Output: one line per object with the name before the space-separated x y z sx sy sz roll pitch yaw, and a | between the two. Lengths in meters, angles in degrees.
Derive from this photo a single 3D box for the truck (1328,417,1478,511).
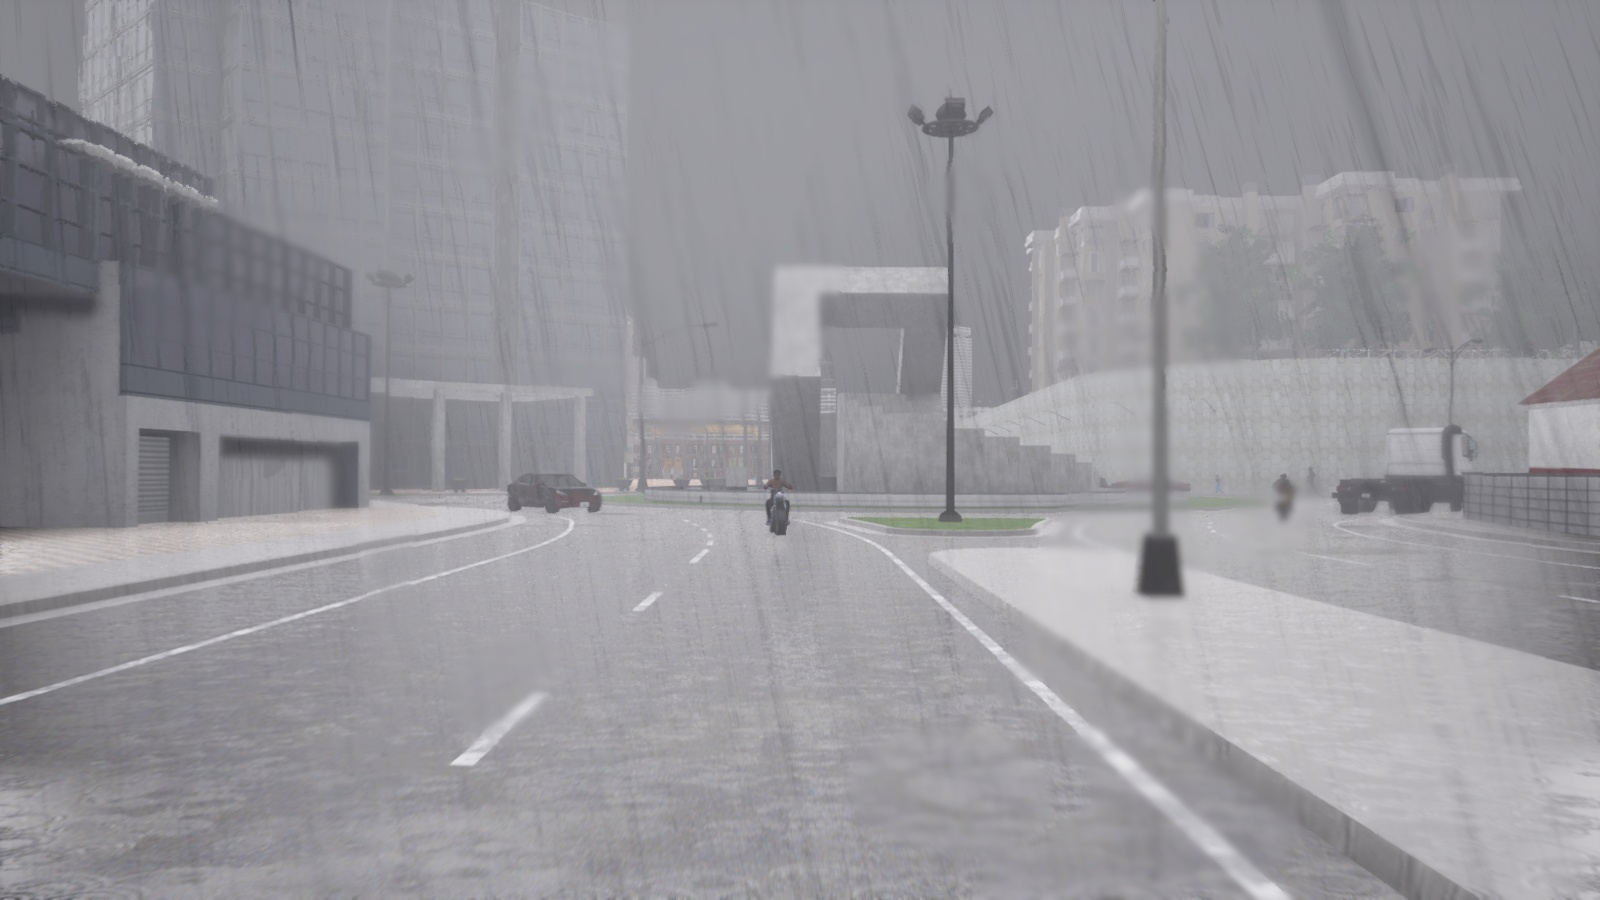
truck | 23.998 0.569 49.740 2.891 3.462 7.936 -1 -1 45

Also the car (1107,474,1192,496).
car | 21.404 2.119 77.024 1.895 1.301 4.718 1 -1 -42

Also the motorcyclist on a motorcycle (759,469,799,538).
motorcyclist on a motorcycle | -0.526 1.286 30.983 0.766 1.649 2.350 0 -1 -6

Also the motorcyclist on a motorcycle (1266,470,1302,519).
motorcyclist on a motorcycle | 15.626 1.412 40.517 0.797 1.523 2.044 0 -1 29

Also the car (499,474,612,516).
car | -9.140 1.633 46.723 2.163 1.488 4.792 1 -1 -39

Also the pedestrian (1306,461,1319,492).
pedestrian | 31.790 1.647 77.931 0.692 1.930 0.395 -1 -1 23
